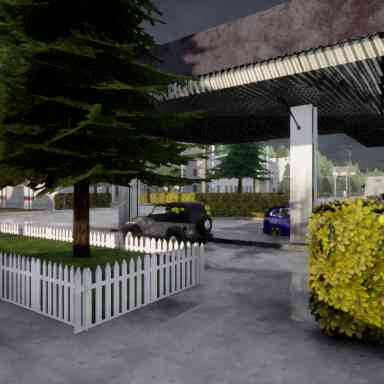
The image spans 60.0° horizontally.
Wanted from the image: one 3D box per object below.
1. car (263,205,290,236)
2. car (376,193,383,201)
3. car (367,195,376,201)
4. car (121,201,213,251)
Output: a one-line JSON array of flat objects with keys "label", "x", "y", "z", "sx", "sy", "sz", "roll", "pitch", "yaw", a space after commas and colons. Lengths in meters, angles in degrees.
[{"label": "car", "x": 5.787, "y": 1.480, "z": 16.009, "sx": 4.611, "sy": 1.667, "sz": 2.242, "roll": 0, "pitch": 0, "yaw": 35}, {"label": "car", "x": 25.742, "y": 1.077, "z": 43.543, "sx": 1.905, "sy": 1.878, "sz": 3.866, "roll": 0, "pitch": 0, "yaw": 35}, {"label": "car", "x": 33.007, "y": 1.298, "z": 60.284, "sx": 2.007, "sy": 1.523, "sz": 4.514, "roll": 0, "pitch": 0, "yaw": 35}, {"label": "car", "x": -1.014, "y": 1.313, "z": 13.860, "sx": 3.866, "sy": 1.878, "sz": 1.905, "roll": 0, "pitch": 0, "yaw": 35}]
